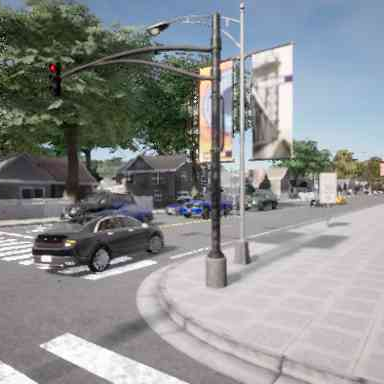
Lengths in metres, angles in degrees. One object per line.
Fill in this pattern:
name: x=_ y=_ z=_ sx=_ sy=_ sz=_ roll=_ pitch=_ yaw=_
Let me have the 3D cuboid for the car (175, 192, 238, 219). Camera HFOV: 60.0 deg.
car: x=1.356 y=1.060 z=28.043 sx=2.150 sy=2.045 sz=5.566 roll=0 pitch=0 yaw=36

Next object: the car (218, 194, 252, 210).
car: x=5.105 y=1.124 z=38.848 sx=2.097 sy=1.767 sz=4.553 roll=0 pitch=0 yaw=36

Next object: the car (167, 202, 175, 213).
car: x=-0.548 y=1.355 z=30.960 sx=1.812 sy=1.442 sz=4.674 roll=0 pitch=0 yaw=35

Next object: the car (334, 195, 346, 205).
car: x=22.620 y=1.140 z=51.836 sx=1.882 sy=1.535 sz=5.008 roll=0 pitch=0 yaw=36

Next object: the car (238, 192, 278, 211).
car: x=7.581 y=0.997 z=36.725 sx=2.150 sy=2.045 sz=5.566 roll=0 pitch=0 yaw=36

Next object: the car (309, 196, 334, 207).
car: x=16.853 y=1.241 z=43.777 sx=1.812 sy=1.442 sz=4.674 roll=0 pitch=0 yaw=36

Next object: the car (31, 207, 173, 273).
car: x=-2.702 y=1.448 z=10.699 sx=1.837 sy=1.490 sz=4.892 roll=-3 pitch=-1 yaw=25

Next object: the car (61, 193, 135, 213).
car: x=-6.230 y=1.110 z=23.024 sx=2.150 sy=2.045 sz=5.566 roll=0 pitch=0 yaw=36

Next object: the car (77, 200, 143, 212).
car: x=-4.287 y=1.423 z=20.157 sx=1.812 sy=1.442 sz=4.674 roll=0 pitch=0 yaw=34
